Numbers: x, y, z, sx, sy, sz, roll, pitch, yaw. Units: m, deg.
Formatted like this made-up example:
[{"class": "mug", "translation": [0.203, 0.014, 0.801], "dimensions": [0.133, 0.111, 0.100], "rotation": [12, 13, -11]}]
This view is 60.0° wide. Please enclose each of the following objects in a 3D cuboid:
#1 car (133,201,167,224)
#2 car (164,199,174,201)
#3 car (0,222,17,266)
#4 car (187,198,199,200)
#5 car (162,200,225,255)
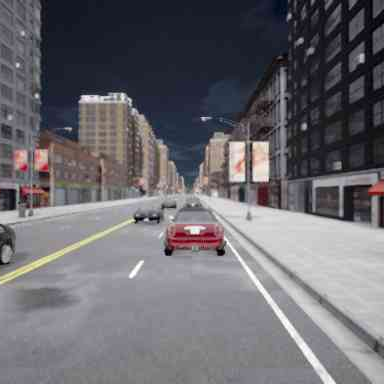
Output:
[{"class": "car", "translation": [-3.151, 1.641, 25.302], "dimensions": [1.895, 1.301, 4.718], "rotation": [0, 0, 0]}, {"class": "car", "translation": [-3.152, 1.641, 47.342], "dimensions": [1.994, 1.385, 4.181], "rotation": [0, 0, 0]}, {"class": "car", "translation": [-6.596, 1.515, 8.843], "dimensions": [1.837, 1.490, 4.892], "rotation": [0, 1, 0]}, {"class": "car", "translation": [0.100, 1.412, 37.101], "dimensions": [2.097, 1.767, 4.553], "rotation": [0, 0, 0]}, {"class": "car", "translation": [0.101, 1.373, 13.529], "dimensions": [2.097, 1.767, 4.553], "rotation": [0, 0, 0]}]
